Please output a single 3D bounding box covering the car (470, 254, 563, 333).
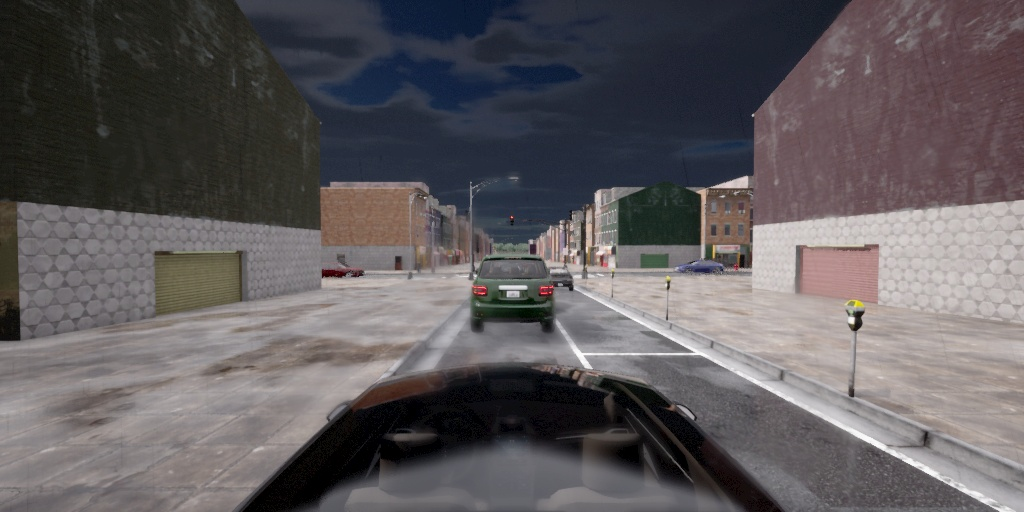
[{"bbox_3d":[0.029,0.968,10.905,2.150,2.045,5.566,0,0,0],"label":"car"}]

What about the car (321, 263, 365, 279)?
[{"bbox_3d":[-16.303,1.363,33.232,5.008,1.535,1.882,0,1,0],"label":"car"}]

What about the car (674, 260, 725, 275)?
[{"bbox_3d":[18.922,1.132,36.247,4.674,1.442,1.812,0,1,0],"label":"car"}]

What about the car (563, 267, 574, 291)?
[{"bbox_3d":[2.594,1.296,21.320,2.007,1.370,4.403,0,0,0],"label":"car"}]
